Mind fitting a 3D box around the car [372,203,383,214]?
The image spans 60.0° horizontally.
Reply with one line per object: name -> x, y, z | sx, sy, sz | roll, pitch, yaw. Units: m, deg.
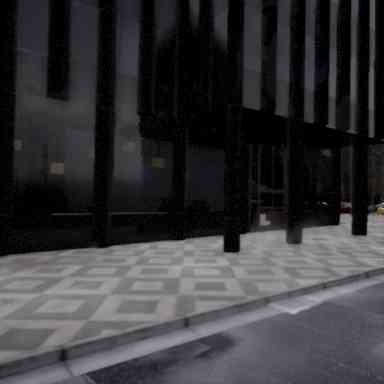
car -> 20.591, 1.807, 32.181 | 1.752, 1.417, 4.829 | 2, -1, -36

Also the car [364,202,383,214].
car -> 24.278, 2.038, 41.653 | 2.008, 1.369, 4.403 | 2, -1, -36

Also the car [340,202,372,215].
car -> 17.399, 1.814, 36.623 | 1.887, 1.381, 4.507 | 2, -1, -36
